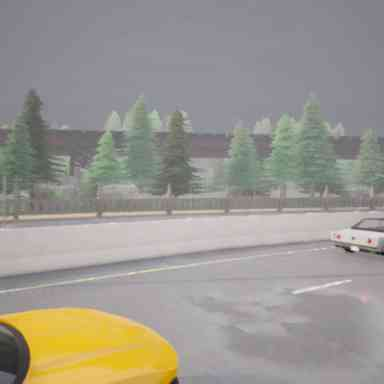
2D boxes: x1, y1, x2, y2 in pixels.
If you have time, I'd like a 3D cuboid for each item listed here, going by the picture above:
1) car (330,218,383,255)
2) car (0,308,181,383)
[{"bbox_3d":[7.337,1.577,11.958,4.718,1.301,1.895,0,0,-27],"label":"car"},{"bbox_3d":[-2.358,1.463,1.947,5.008,1.535,1.882,0,0,-36],"label":"car"}]
